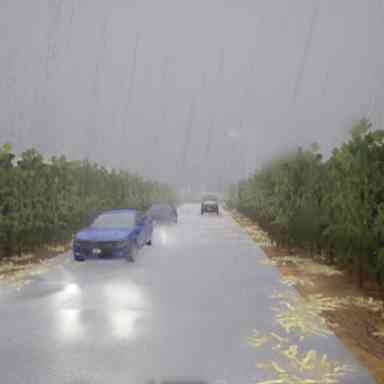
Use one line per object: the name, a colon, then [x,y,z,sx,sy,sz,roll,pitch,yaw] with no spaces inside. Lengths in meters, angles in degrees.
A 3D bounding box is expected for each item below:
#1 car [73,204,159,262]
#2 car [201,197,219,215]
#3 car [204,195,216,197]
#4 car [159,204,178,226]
car: [-2.640,1.425,12.162,1.882,1.535,5.008,0,0,3]
car: [1.997,1.675,37.155,1.882,1.535,5.008,0,-1,3]
car: [2.525,1.484,47.214,2.150,2.045,5.566,0,0,3]
car: [-2.061,1.520,22.912,2.033,1.411,5.357,0,-1,3]
